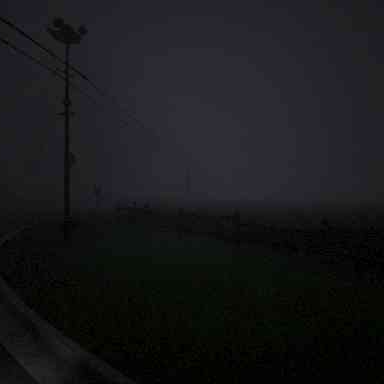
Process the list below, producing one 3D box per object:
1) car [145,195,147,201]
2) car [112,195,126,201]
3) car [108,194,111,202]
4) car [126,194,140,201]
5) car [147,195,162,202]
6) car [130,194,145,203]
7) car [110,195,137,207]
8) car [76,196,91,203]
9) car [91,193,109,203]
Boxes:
[{"bbox_3d":[-10.301,1.336,77.666,2.033,1.411,5.357,0,0,7],"label":"car"},{"bbox_3d":[-17.248,1.345,78.522,1.994,1.385,4.181,0,0,7],"label":"car"},{"bbox_3d":[-14.998,1.510,68.166,1.994,1.385,4.181,0,0,7],"label":"car"},{"bbox_3d":[-13.774,1.272,78.094,1.882,1.535,5.008,0,0,7],"label":"car"},{"bbox_3d":[-7.591,1.469,71.015,1.837,1.490,4.892,0,0,7],"label":"car"},{"bbox_3d":[-11.575,1.472,67.324,1.837,1.490,4.892,0,0,7],"label":"car"},{"bbox_3d":[-10.143,1.501,49.505,1.812,1.442,4.674,0,0,7],"label":"car"},{"bbox_3d":[-21.996,1.493,68.608,2.033,1.411,5.357,0,0,7],"label":"car"},{"bbox_3d":[-18.460,1.469,68.687,1.812,1.442,4.674,0,0,7],"label":"car"}]
